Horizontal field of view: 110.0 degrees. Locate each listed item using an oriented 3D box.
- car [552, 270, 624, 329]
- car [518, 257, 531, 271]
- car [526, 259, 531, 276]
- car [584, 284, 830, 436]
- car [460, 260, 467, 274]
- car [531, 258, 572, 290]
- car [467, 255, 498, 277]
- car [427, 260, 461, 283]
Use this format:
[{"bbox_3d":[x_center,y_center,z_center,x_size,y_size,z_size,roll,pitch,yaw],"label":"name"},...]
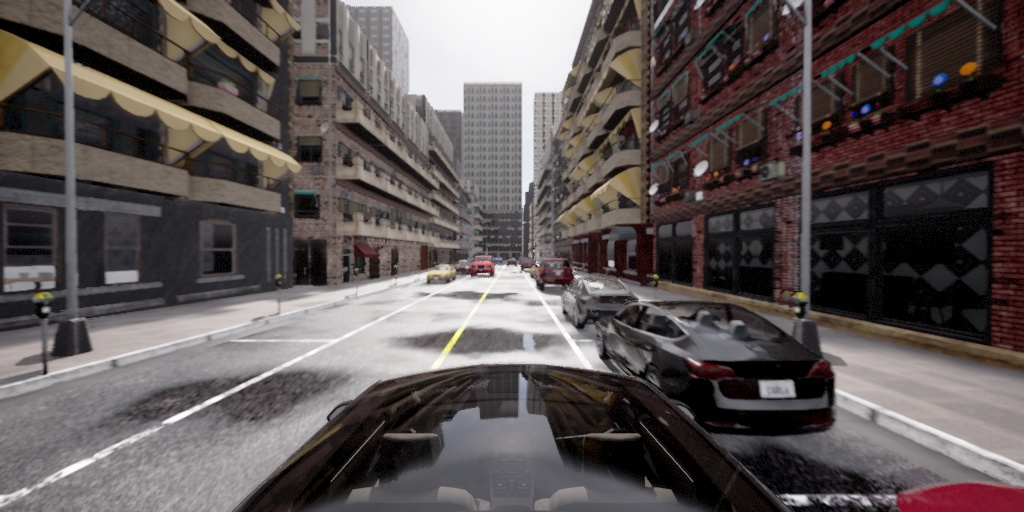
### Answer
[{"bbox_3d":[2.561,1.296,11.082,2.007,1.370,4.403,0,0,0],"label":"car"},{"bbox_3d":[2.247,1.079,48.587,2.097,1.767,4.553,0,0,0],"label":"car"},{"bbox_3d":[2.554,1.260,33.448,1.751,1.417,4.829,0,0,0],"label":"car"},{"bbox_3d":[2.563,1.314,5.533,1.948,1.339,4.313,0,0,0],"label":"car"},{"bbox_3d":[-5.328,1.171,38.804,1.967,1.591,4.097,0,0,0],"label":"car"},{"bbox_3d":[2.558,1.055,22.180,2.192,1.841,5.009,0,0,0],"label":"car"},{"bbox_3d":[-2.854,0.954,35.588,2.150,2.045,5.566,0,0,0],"label":"car"},{"bbox_3d":[-5.325,1.263,27.536,1.751,1.417,4.829,0,0,0],"label":"car"}]
